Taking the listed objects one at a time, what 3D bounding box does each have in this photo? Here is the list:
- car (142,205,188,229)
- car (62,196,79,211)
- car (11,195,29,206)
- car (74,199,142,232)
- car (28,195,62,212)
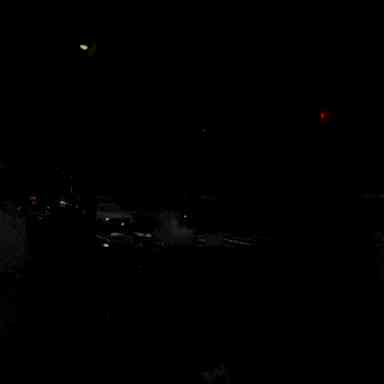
[{"bbox_3d":[-2.197,1.466,20.683,1.895,1.301,4.718,1,0,-34],"label":"car"},{"bbox_3d":[-13.666,1.277,37.620,1.837,1.490,4.892,1,0,-34],"label":"car"},{"bbox_3d":[-24.373,1.199,47.784,1.895,1.301,4.718,1,-1,-34],"label":"car"},{"bbox_3d":[-4.873,1.333,18.805,1.812,1.442,4.674,1,0,-36],"label":"car"},{"bbox_3d":[-14.980,1.291,33.761,1.994,1.385,4.181,1,0,-34],"label":"car"}]
